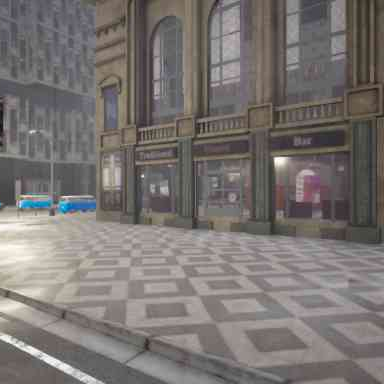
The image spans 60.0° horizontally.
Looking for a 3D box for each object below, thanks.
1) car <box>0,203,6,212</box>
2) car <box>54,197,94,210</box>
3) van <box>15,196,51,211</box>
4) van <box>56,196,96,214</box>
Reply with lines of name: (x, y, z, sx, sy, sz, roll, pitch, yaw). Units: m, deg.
car: (-21.803, 1.518, 34.526, 2.008, 1.369, 4.403, 0, 0, 36)
car: (-15.357, 1.471, 43.522, 1.752, 1.417, 4.829, 0, 0, 36)
van: (-18.530, 1.297, 39.093, 1.690, 1.788, 3.998, 0, 0, 36)
van: (-11.600, 1.286, 34.129, 1.690, 1.788, 3.998, 0, 0, 36)
